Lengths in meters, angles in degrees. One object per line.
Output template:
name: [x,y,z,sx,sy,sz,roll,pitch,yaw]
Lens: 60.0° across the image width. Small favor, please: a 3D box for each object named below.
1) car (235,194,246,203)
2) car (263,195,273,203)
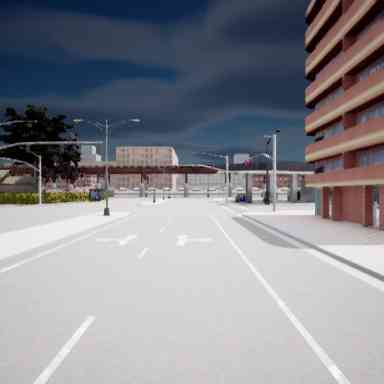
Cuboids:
car: [9.710,1.268,65.641,2.242,1.667,4.611,0,0,0]
car: [15.455,1.430,66.403,1.970,1.475,3.806,0,0,0]
